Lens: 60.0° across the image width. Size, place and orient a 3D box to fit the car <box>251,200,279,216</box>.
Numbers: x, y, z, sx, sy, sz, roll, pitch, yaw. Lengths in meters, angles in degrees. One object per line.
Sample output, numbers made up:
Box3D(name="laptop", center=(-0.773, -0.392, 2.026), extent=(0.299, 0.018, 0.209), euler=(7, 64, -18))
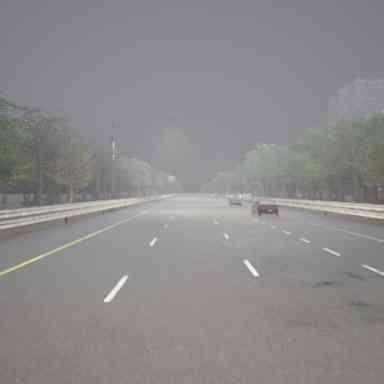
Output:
Box3D(name="car", center=(7.030, 1.500, 32.371), extent=(1.882, 1.535, 5.008), euler=(0, 0, 0))

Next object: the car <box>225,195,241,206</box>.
Box3D(name="car", center=(7.112, 1.596, 55.768), extent=(2.033, 1.411, 5.357), euler=(0, 0, 0))
